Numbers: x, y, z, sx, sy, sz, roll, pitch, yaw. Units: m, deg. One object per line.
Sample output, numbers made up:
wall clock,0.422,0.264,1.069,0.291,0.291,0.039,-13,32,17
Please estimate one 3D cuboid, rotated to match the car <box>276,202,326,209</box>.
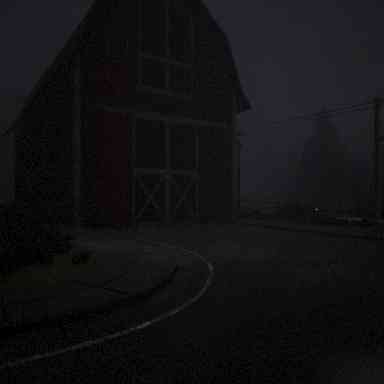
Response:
car,10.404,1.627,31.635,1.895,1.301,4.718,0,0,-34
